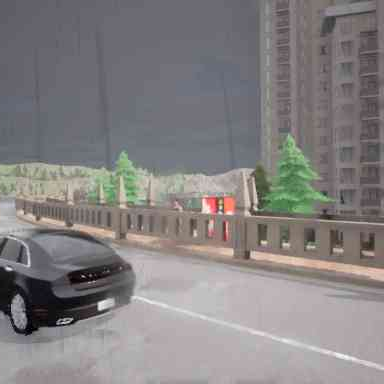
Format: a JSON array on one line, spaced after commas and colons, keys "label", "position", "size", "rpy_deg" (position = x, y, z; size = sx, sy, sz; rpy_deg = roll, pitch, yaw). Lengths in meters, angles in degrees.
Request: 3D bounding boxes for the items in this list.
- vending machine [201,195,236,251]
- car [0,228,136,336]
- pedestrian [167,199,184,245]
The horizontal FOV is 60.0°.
[{"label": "vending machine", "position": [1.055, 1.186, 13.218], "size": [0.880, 2.100, 1.100], "rpy_deg": [-1, 0, 41]}, {"label": "car", "position": [-3.204, 1.504, 6.791], "size": [4.892, 1.490, 1.837], "rpy_deg": [0, 1, 40]}, {"label": "pedestrian", "position": [-0.587, 1.132, 12.828], "size": [0.375, 1.860, 0.375], "rpy_deg": [-1, -1, 42]}]
